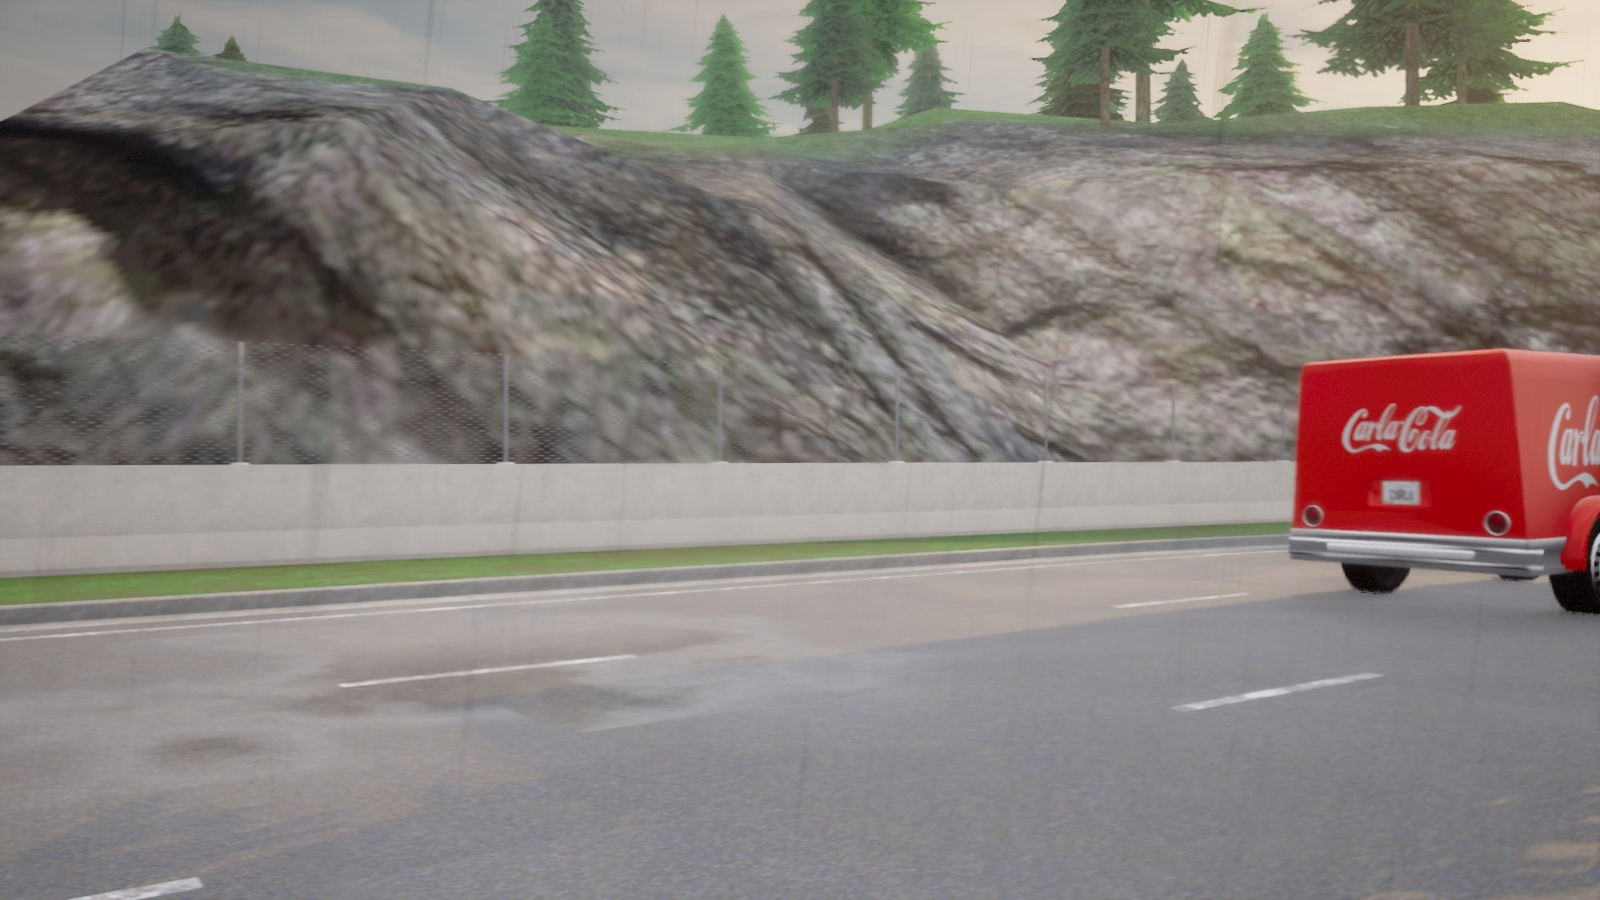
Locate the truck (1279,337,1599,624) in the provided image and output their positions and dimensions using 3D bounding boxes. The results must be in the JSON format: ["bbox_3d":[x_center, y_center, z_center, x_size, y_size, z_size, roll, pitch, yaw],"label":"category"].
[{"bbox_3d":[7.860,0.274,13.336,5.204,2.467,2.627,0,-1,-34],"label":"truck"}]
